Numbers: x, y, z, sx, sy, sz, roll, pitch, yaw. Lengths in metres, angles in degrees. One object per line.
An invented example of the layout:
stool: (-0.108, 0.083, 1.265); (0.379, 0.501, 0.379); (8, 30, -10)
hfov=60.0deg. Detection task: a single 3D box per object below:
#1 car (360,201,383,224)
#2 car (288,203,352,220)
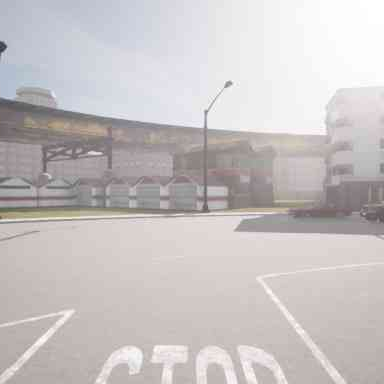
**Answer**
car: (15.269, 1.223, 24.109); (5.566, 2.045, 2.150); (0, 0, 0)
car: (10.420, 1.601, 27.335); (4.718, 1.301, 1.895); (0, 0, -5)
